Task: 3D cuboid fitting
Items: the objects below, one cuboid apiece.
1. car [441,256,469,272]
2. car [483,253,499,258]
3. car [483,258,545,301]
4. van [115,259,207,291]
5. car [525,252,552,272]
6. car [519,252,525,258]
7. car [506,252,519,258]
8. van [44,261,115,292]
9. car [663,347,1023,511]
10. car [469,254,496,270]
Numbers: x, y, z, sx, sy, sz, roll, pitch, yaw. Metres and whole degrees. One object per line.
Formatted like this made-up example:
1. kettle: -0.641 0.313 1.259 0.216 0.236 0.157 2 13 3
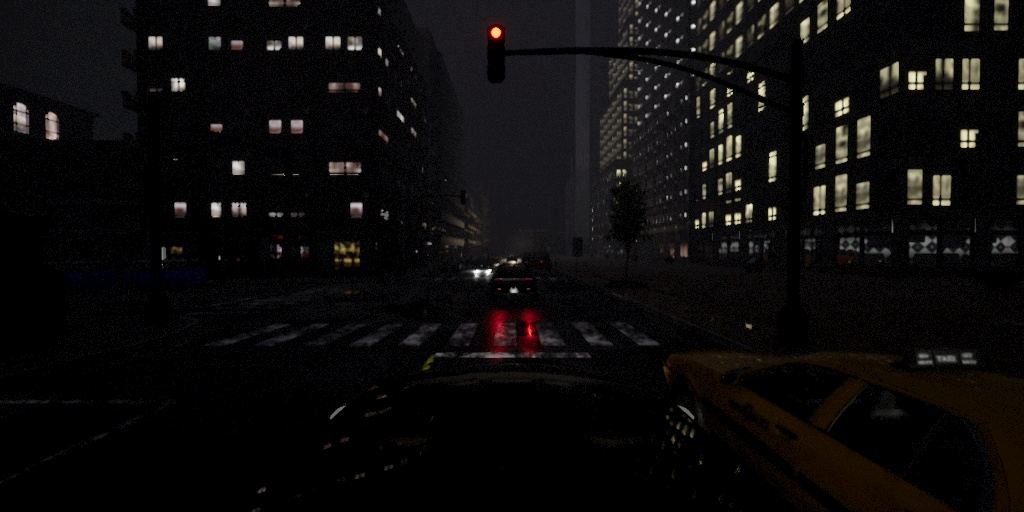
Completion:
1. car: -5.691 0.820 34.771 2.007 1.370 4.403 0 0 0
2. car: -3.070 0.330 56.052 2.097 1.767 4.553 0 1 0
3. car: 0.081 1.056 15.883 2.128 1.511 4.902 0 1 0
4. van: -20.767 1.097 21.537 3.998 1.789 1.690 0 0 -1
5. car: 2.689 0.585 34.771 2.192 1.841 5.009 0 0 0
6. car: 2.689 0.282 56.874 2.192 1.841 5.009 0 0 0
7. car: -0.002 0.371 63.534 2.128 1.511 4.902 0 1 0
8. van: -26.305 1.188 21.487 3.998 1.789 1.690 0 0 -1
9. car: 2.689 1.266 2.532 1.751 1.417 4.829 0 0 0
10. car: -3.096 0.778 38.757 1.994 1.385 4.181 0 1 0
